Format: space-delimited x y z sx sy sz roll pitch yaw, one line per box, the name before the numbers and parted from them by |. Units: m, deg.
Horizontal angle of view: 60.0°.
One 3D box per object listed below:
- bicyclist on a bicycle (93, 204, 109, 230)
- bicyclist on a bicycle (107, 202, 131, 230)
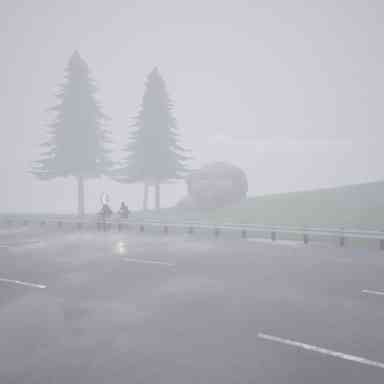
bicyclist on a bicycle | -5.143 1.416 19.708 0.582 1.620 1.656 0 -4 36
bicyclist on a bicycle | -3.965 1.426 19.317 0.582 1.620 1.656 0 -5 24
